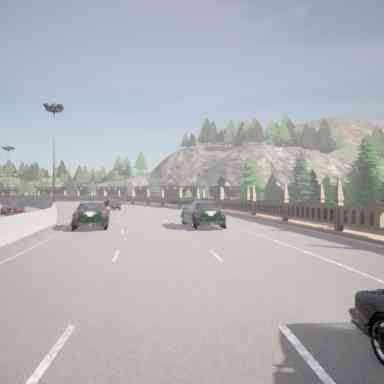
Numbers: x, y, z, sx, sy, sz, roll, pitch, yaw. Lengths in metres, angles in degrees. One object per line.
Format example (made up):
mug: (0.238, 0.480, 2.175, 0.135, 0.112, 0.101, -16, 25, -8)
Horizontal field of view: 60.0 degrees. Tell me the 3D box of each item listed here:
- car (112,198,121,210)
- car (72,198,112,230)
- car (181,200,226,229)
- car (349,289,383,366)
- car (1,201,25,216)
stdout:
car: (-10.376, 1.560, 42.577, 2.128, 1.511, 4.902, 0, 0, -25)
car: (-6.440, 1.376, 21.509, 2.097, 1.767, 4.553, 0, 0, -13)
car: (0.653, 1.361, 21.887, 2.097, 1.767, 4.553, 0, 0, -13)
car: (3.420, 1.546, 2.604, 2.033, 1.411, 5.357, 0, 0, -3)
car: (-18.161, 1.651, 33.918, 1.994, 1.385, 4.181, 0, 0, -23)
